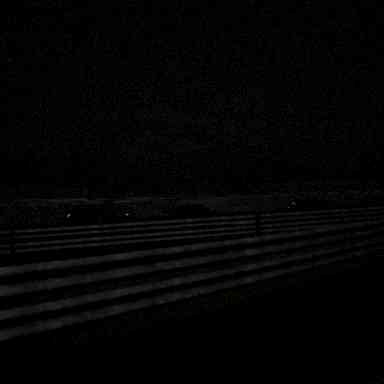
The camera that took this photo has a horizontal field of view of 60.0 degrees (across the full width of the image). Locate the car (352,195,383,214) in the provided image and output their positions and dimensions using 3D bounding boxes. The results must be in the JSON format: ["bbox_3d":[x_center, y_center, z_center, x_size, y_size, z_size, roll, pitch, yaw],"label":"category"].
[{"bbox_3d":[16.393,0.991,28.955,5.008,1.535,1.882,-2,1,-19],"label":"car"}]

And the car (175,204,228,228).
[{"bbox_3d":[0.233,1.592,23.399,4.892,1.490,1.837,-2,1,-19],"label":"car"}]

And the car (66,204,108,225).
[{"bbox_3d":[-6.902,1.654,24.646,4.553,1.767,2.097,-2,1,-19],"label":"car"}]

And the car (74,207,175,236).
[{"bbox_3d":[-3.727,1.782,18.336,4.902,1.511,2.128,-2,1,-19],"label":"car"}]

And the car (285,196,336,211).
[{"bbox_3d":[10.998,1.147,30.801,4.902,1.511,2.128,-2,1,-19],"label":"car"}]
